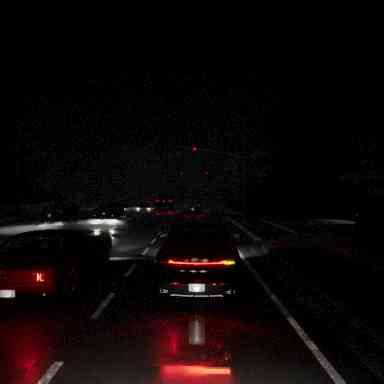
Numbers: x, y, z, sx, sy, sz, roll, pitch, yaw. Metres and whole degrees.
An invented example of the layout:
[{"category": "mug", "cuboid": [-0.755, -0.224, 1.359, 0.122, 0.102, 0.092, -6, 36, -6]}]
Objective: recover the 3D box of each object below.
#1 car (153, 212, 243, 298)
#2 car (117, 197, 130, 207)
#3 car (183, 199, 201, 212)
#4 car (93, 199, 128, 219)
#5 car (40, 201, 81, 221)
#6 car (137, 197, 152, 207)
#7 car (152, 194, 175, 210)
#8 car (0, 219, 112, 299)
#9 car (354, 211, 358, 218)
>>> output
[{"category": "car", "cuboid": [0.188, 1.505, 8.508, 1.837, 1.490, 4.892, 0, 0, 2]}, {"category": "car", "cuboid": [-10.547, 1.526, 50.138, 1.812, 1.442, 4.674, 0, 0, 0]}, {"category": "car", "cuboid": [0.048, 1.525, 36.388, 1.812, 1.442, 4.674, 0, 0, -1]}, {"category": "car", "cuboid": [-7.122, 1.564, 28.749, 1.994, 1.385, 4.181, 0, 0, 0]}, {"category": "car", "cuboid": [-10.621, 1.491, 27.214, 2.128, 1.511, 4.902, 0, 0, 0]}, {"category": "car", "cuboid": [-7.044, 1.481, 50.503, 1.882, 1.535, 5.008, 0, 0, 0]}, {"category": "car", "cuboid": [-3.435, 1.222, 43.210, 2.150, 2.045, 5.566, 0, 0, 0]}, {"category": "car", "cuboid": [-3.420, 1.601, 8.394, 1.895, 1.301, 4.718, 0, 0, 0]}, {"category": "car", "cuboid": [14.836, 1.465, 25.101, 4.892, 1.490, 1.837, 0, 0, -1]}]
